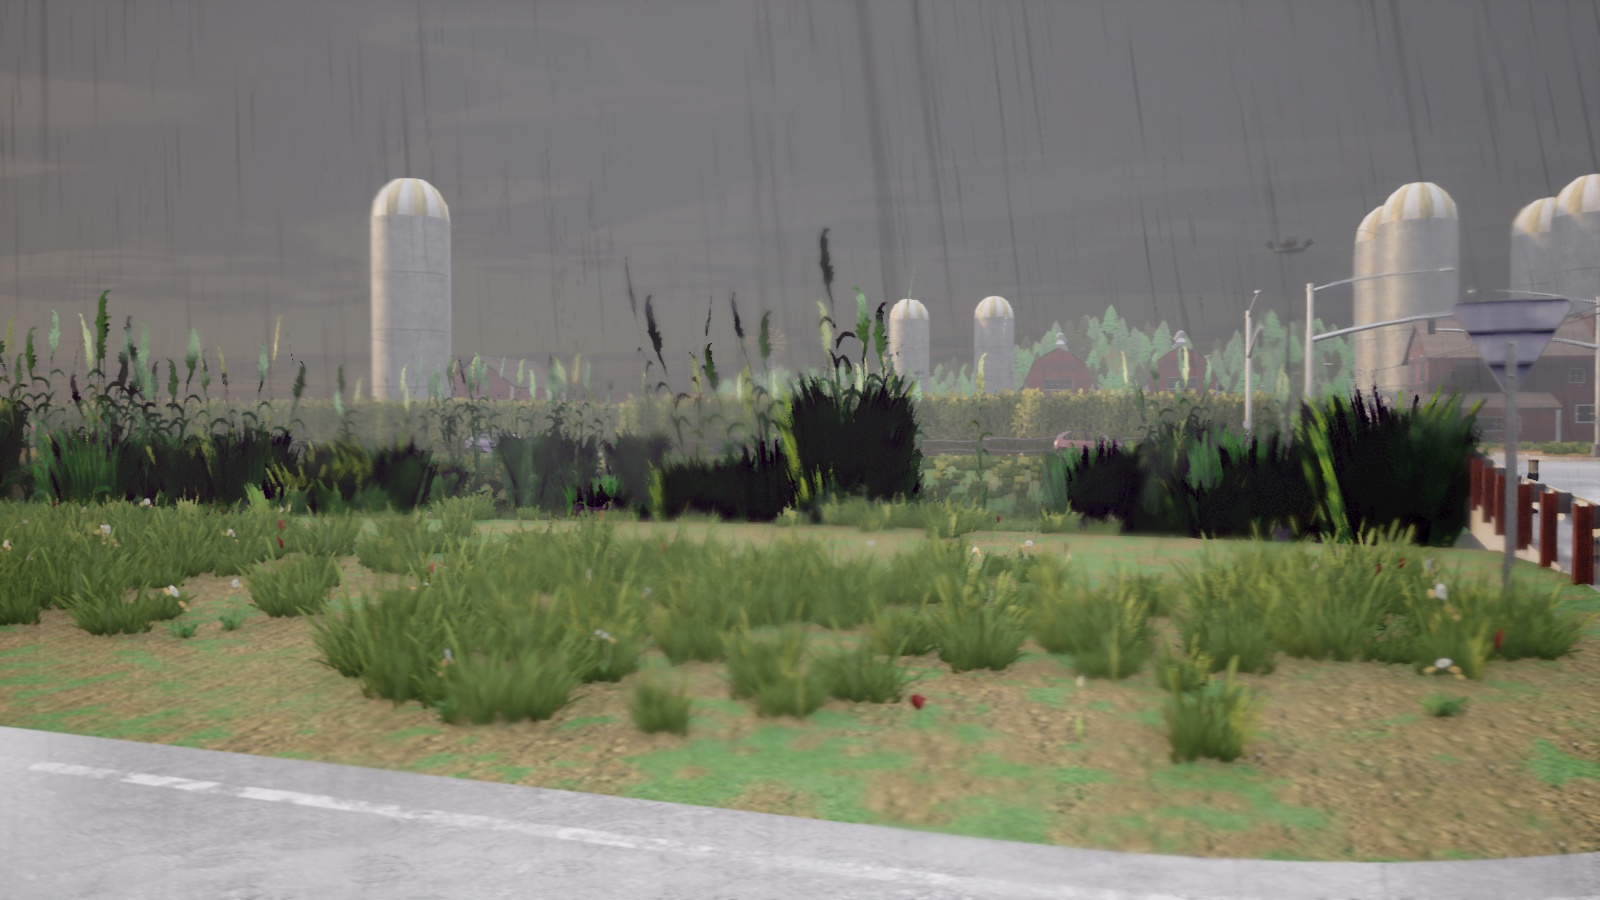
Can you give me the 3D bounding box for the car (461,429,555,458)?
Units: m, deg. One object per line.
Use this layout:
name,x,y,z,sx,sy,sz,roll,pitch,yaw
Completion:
car,-16.655,-0.386,71.662,4.856,1.649,2.033,0,1,15

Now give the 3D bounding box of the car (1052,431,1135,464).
car,14.824,-0.161,63.392,3.988,1.617,1.851,0,1,15

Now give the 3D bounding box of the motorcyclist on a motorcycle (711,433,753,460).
motorcyclist on a motorcycle,-3.881,-0.225,71.513,2.191,1.530,0.866,0,1,15
